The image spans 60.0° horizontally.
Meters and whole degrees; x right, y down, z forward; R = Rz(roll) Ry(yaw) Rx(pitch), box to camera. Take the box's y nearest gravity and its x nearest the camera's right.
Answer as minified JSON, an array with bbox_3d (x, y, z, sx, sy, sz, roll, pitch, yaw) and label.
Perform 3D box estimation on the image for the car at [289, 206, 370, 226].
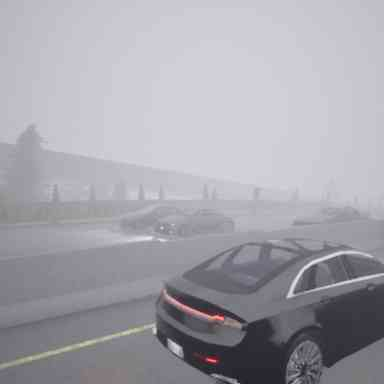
[{"bbox_3d":[7.637,1.455,18.012,5.357,1.411,2.033,0,0,-35],"label":"car"}]

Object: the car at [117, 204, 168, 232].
[{"bbox_3d":[-2.077,1.469,19.700,4.674,1.442,1.812,0,0,-35],"label":"car"}]

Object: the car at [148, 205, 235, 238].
[{"bbox_3d":[0.195,1.507,17.021,4.181,1.385,1.994,0,0,-35],"label":"car"}]

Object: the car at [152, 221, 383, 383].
[{"bbox_3d":[1.790,1.468,5.024,4.902,1.511,2.128,0,0,-35],"label":"car"}]
